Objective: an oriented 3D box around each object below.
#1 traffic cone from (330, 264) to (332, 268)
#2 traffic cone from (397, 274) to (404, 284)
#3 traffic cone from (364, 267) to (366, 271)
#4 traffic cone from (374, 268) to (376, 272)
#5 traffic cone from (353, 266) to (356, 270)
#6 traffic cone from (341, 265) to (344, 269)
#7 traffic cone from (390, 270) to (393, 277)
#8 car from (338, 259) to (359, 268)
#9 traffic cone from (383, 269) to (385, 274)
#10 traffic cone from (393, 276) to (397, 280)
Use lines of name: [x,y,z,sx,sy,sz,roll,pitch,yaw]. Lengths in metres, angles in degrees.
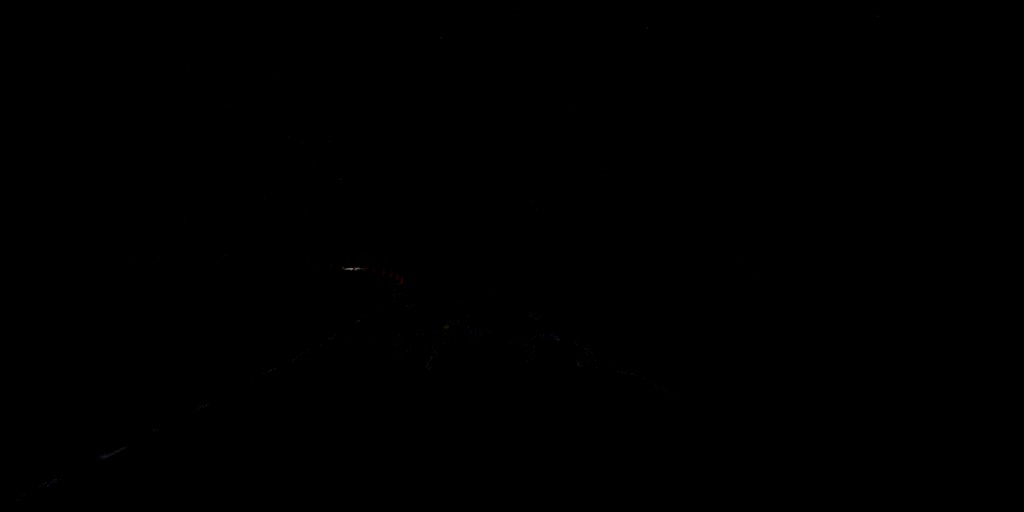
traffic cone: [-29.216,1.581,57.776,0.340,0.580,0.340,0,0,42]
traffic cone: [-7.950,1.715,25.899,0.340,0.580,0.340,0,0,-19]
traffic cone: [-19.347,1.660,47.144,0.340,0.580,0.340,0,0,-37]
traffic cone: [-16.533,1.678,43.205,0.340,0.580,0.340,0,0,-34]
traffic cone: [-22.408,1.638,50.896,0.340,0.580,0.340,0,0,-41]
traffic cone: [-25.702,1.612,54.445,0.340,0.580,0.340,0,0,-45]
traffic cone: [-11.688,1.702,34.826,0.340,0.580,0.340,0,0,-26]
car: [-26.439,1.216,57.879,4.181,1.385,1.994,0,0,43]
traffic cone: [-13.976,1.692,39.093,0.340,0.580,0.340,0,0,-30]
traffic cone: [-9.676,1.710,30.422,0.340,0.580,0.340,0,0,-23]
